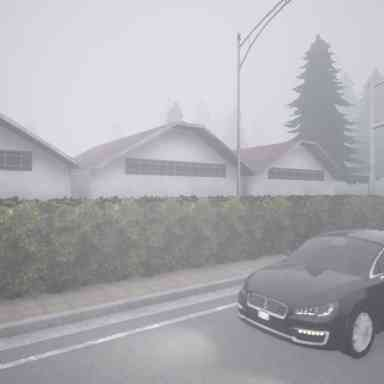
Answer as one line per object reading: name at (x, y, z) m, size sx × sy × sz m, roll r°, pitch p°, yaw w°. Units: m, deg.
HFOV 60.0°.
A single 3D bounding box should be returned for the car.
car at (2.994, 1.506, 6.095) m, size 4.892 × 1.490 × 1.837 m, roll 0°, pitch 0°, yaw -35°
